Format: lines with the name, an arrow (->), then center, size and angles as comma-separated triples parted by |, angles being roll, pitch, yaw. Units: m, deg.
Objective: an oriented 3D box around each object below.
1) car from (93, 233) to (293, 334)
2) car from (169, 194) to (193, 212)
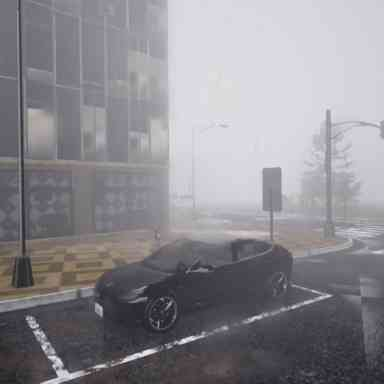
car -> 0.241, 1.565, 6.739 | 4.313, 1.339, 1.947 | 0, -1, -35
car -> -2.093, 1.240, 39.222 | 2.150, 2.045, 5.566 | -1, 1, -37
